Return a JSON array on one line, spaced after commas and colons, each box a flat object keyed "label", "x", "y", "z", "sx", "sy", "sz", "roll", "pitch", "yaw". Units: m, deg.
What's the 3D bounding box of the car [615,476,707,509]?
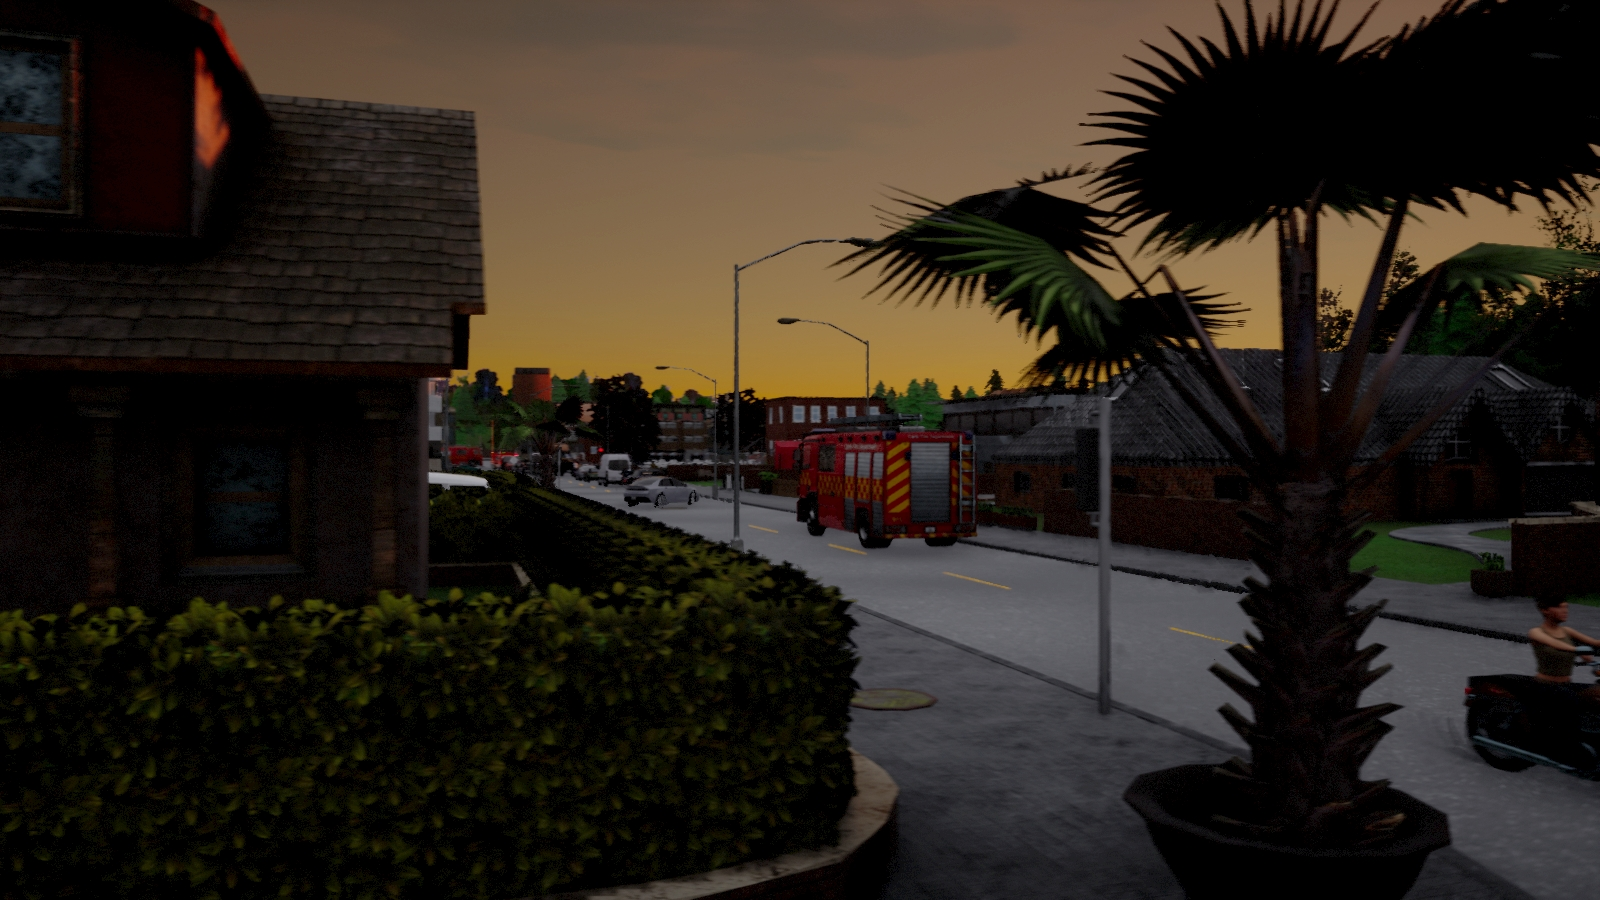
[{"label": "car", "x": -6.980, "y": 2.101, "z": 57.817, "sx": 2.231, "sy": 1.480, "sz": 4.892, "roll": 1, "pitch": 0, "yaw": 28}]

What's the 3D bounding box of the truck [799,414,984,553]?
[{"label": "truck", "x": 2.588, "y": 0.914, "z": 35.906, "sx": 2.891, "sy": 3.827, "sz": 8.468, "roll": 0, "pitch": 0, "yaw": -17}]

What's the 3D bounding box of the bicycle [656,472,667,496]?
[{"label": "bicycle", "x": -8.645, "y": 2.109, "z": 71.098, "sx": 0.329, "sy": 1.471, "sz": 1.835, "roll": 0, "pitch": 0, "yaw": -18}]

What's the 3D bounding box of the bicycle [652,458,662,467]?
[{"label": "bicycle", "x": -24.539, "y": 2.190, "z": 196.634, "sx": 1.643, "sy": 1.496, "sz": 0.373, "roll": 0, "pitch": 0, "yaw": -17}]

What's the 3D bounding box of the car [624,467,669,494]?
[{"label": "car", "x": -10.241, "y": 2.020, "z": 76.083, "sx": 2.242, "sy": 1.667, "sz": 4.611, "roll": 0, "pitch": 0, "yaw": -17}]

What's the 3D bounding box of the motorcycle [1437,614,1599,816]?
[{"label": "motorcycle", "x": 6.417, "y": 2.160, "z": 9.257, "sx": 0.764, "sy": 1.307, "sz": 2.356, "roll": 0, "pitch": 0, "yaw": -15}]
